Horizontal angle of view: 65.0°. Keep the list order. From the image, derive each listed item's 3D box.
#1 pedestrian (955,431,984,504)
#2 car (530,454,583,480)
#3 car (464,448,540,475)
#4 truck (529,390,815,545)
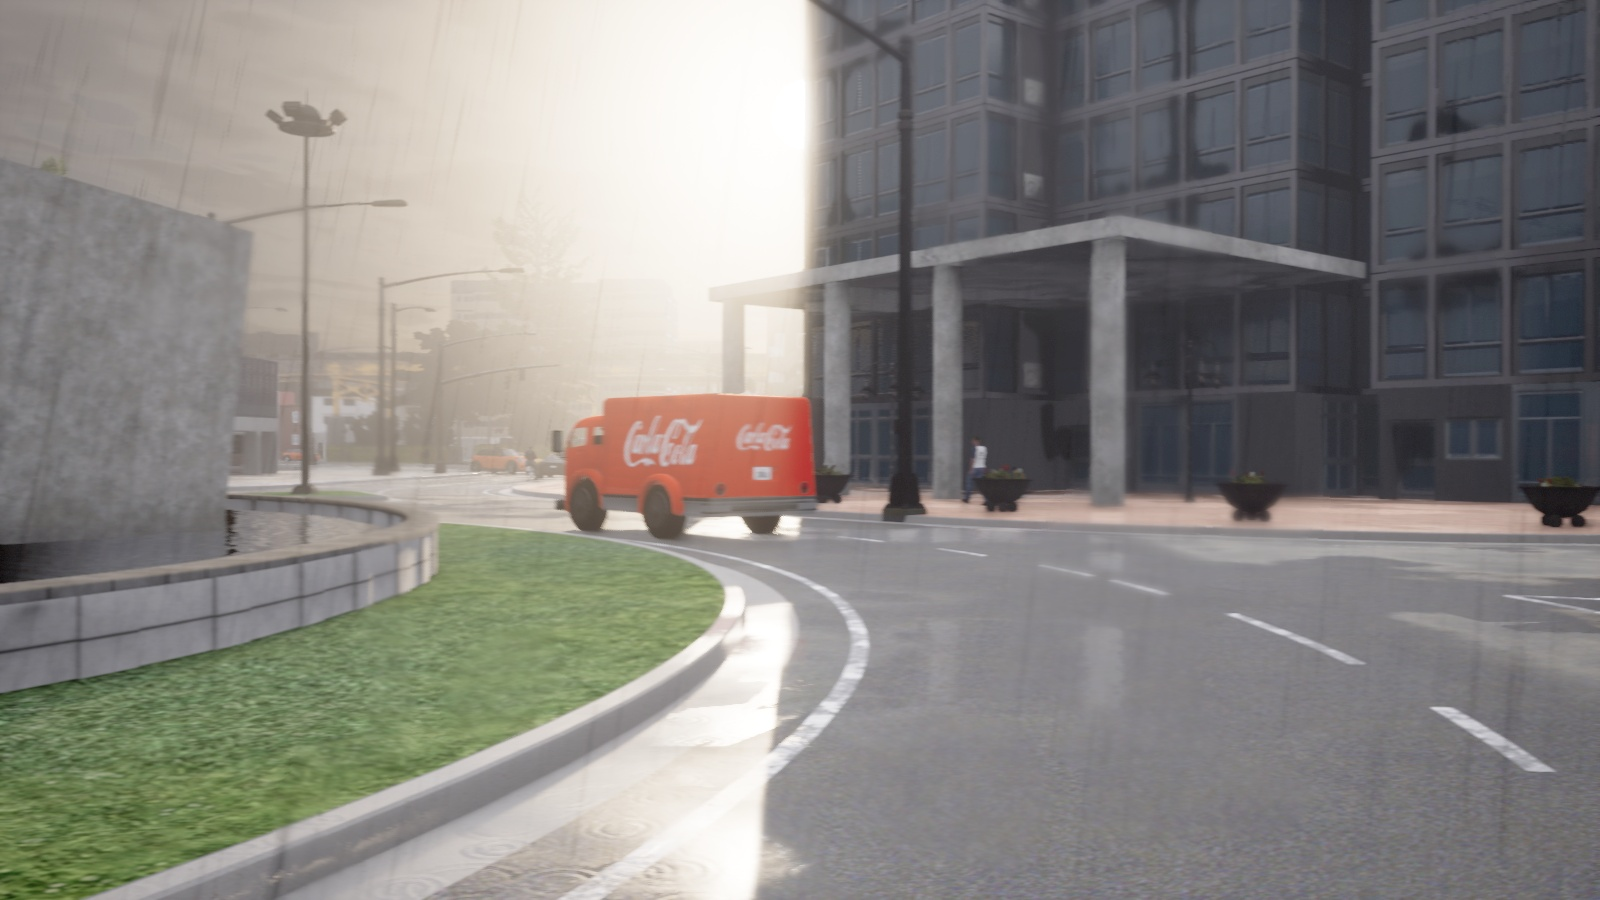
[{"bbox_3d":[4.296,0.439,31.760,0.354,1.836,0.706,0,0,-33],"label":"pedestrian"},{"bbox_3d":[-13.308,0.915,68.809,1.994,1.385,4.181,0,0,1],"label":"car"},{"bbox_3d":[-19.516,0.741,82.289,4.553,1.767,2.097,0,0,27],"label":"car"},{"bbox_3d":[-2.457,0.291,22.844,2.627,2.467,5.204,0,0,-42],"label":"truck"}]
